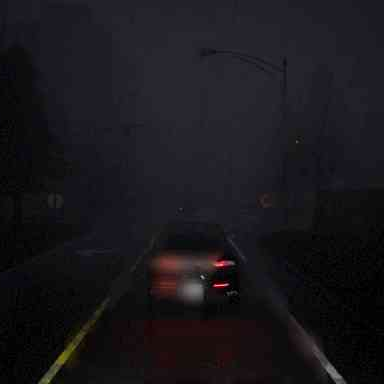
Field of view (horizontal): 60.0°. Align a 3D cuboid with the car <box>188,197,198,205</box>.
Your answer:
[{"bbox_3d":[0.181,1.601,62.048,1.895,1.301,4.718,0,0,0],"label":"car"}]

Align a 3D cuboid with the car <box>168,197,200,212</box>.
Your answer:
[{"bbox_3d":[-0.546,1.563,34.117,1.994,1.385,4.181,0,0,16],"label":"car"}]

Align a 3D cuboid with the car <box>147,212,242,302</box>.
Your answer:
[{"bbox_3d":[0.064,1.492,8.222,2.128,1.511,4.902,0,0,1],"label":"car"}]

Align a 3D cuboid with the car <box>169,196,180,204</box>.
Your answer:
[{"bbox_3d":[-3.452,1.564,66.081,1.994,1.385,4.181,0,0,1],"label":"car"}]

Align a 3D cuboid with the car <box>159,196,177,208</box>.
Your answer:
[{"bbox_3d":[-3.530,1.526,46.821,1.812,1.442,4.674,0,0,0],"label":"car"}]
